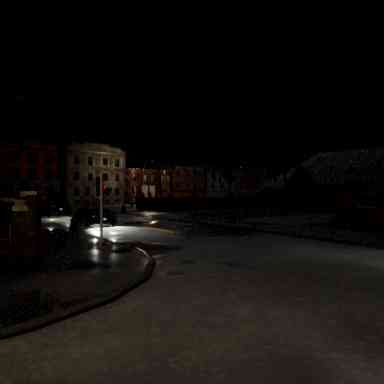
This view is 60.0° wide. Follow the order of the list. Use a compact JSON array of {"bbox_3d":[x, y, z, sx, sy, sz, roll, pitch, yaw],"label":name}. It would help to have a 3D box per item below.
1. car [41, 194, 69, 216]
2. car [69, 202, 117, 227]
[{"bbox_3d":[-13.578,1.219,32.801,2.150,2.045,5.566,0,0,-35],"label":"car"},{"bbox_3d":[-6.737,1.563,22.972,1.994,1.385,4.181,0,0,-35],"label":"car"}]
